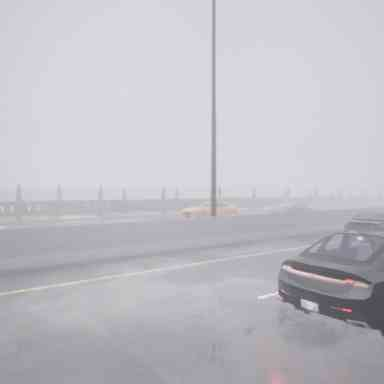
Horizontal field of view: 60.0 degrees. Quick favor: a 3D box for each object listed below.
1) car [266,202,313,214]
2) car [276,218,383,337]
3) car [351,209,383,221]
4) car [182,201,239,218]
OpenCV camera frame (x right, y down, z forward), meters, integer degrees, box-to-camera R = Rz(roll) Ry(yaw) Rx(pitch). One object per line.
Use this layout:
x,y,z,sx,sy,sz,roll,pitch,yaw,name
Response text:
7.968,1.526,26.938,4.674,1.442,1.812,0,0,-36,car
3.744,1.492,6.419,4.902,1.511,2.128,0,0,-35,car
8.315,1.505,13.986,4.892,1.490,1.837,0,0,-36,car
1.502,1.477,26.583,5.008,1.535,1.882,0,0,-36,car
